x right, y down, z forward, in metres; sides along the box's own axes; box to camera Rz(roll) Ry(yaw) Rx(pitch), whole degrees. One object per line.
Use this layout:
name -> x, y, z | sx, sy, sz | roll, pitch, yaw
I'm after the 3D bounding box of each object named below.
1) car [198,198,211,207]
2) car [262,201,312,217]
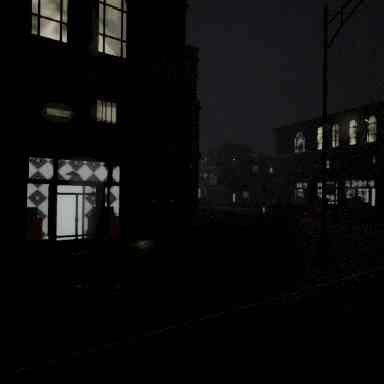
car -> 1.327, 1.618, 52.106 | 1.887, 1.381, 4.507 | 1, -1, -27
car -> 9.092, 1.628, 31.505 | 1.895, 1.301, 4.718 | 1, 0, -25
